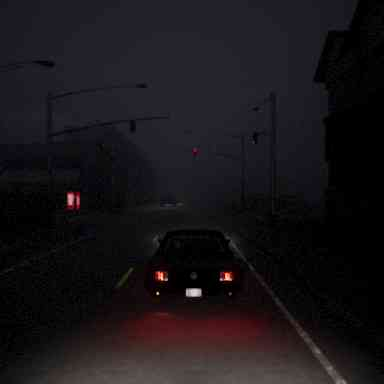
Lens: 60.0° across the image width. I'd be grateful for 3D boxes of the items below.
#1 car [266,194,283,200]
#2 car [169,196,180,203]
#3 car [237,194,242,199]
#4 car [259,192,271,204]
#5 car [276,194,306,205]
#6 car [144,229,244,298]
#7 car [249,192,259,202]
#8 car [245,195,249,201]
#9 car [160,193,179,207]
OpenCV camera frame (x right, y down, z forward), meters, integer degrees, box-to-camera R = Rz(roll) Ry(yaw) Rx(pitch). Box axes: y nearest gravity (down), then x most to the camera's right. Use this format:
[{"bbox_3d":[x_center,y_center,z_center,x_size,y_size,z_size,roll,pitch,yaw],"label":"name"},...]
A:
[{"bbox_3d":[21.301,1.287,86.135,3.806,1.475,1.970,0,0,0],"label":"car"},{"bbox_3d":[-3.530,1.514,66.329,1.895,1.301,4.718,0,0,1],"label":"car"},{"bbox_3d":[13.879,1.273,89.114,3.633,1.501,1.845,0,0,0],"label":"car"},{"bbox_3d":[14.161,1.098,54.830,5.027,1.636,2.152,0,0,0],"label":"car"},{"bbox_3d":[14.486,1.185,48.413,3.806,1.475,1.970,0,0,0],"label":"car"},{"bbox_3d":[0.057,1.590,8.439,1.895,1.301,4.718,0,0,1],"label":"car"},{"bbox_3d":[14.159,1.004,67.625,3.866,1.878,1.905,0,0,0],"label":"car"},{"bbox_3d":[13.746,1.021,70.530,4.605,1.855,1.932,0,0,0],"label":"car"},{"bbox_3d":[-3.592,1.156,50.375,2.150,2.045,5.566,0,0,0],"label":"car"}]
